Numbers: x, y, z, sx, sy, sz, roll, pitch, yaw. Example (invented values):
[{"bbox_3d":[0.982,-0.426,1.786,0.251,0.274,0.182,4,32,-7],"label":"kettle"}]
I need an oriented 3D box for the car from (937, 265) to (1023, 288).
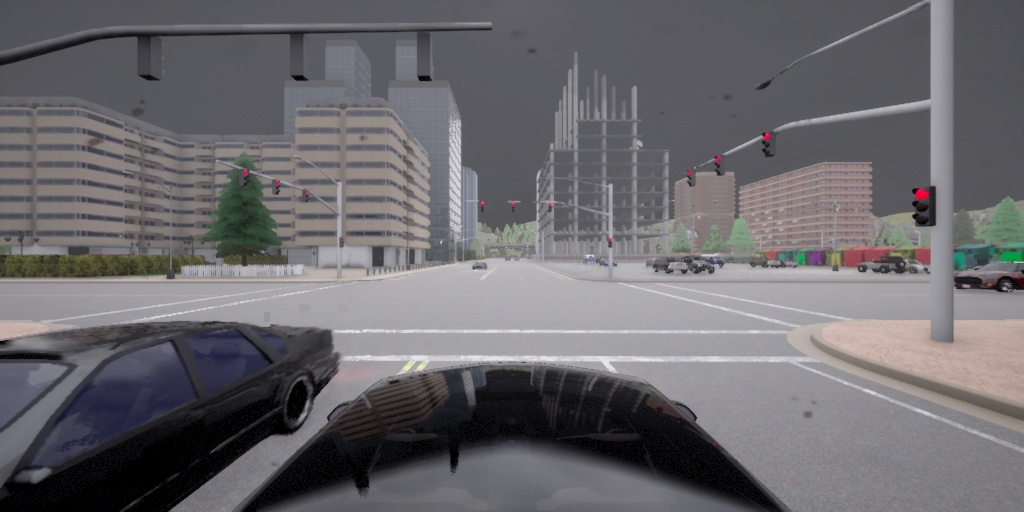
[{"bbox_3d":[31.702,1.295,23.403,5.357,1.411,2.033,0,0,1],"label":"car"}]

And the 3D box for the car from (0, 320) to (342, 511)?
[{"bbox_3d":[-3.297,1.305,2.749,2.033,1.411,5.357,0,0,-1],"label":"car"}]

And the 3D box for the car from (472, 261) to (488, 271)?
[{"bbox_3d":[-4.496,1.358,50.356,1.994,1.385,4.181,0,1,0],"label":"car"}]

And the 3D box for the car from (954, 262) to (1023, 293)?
[{"bbox_3d":[27.647,1.100,19.992,4.553,1.767,2.097,0,0,1],"label":"car"}]
